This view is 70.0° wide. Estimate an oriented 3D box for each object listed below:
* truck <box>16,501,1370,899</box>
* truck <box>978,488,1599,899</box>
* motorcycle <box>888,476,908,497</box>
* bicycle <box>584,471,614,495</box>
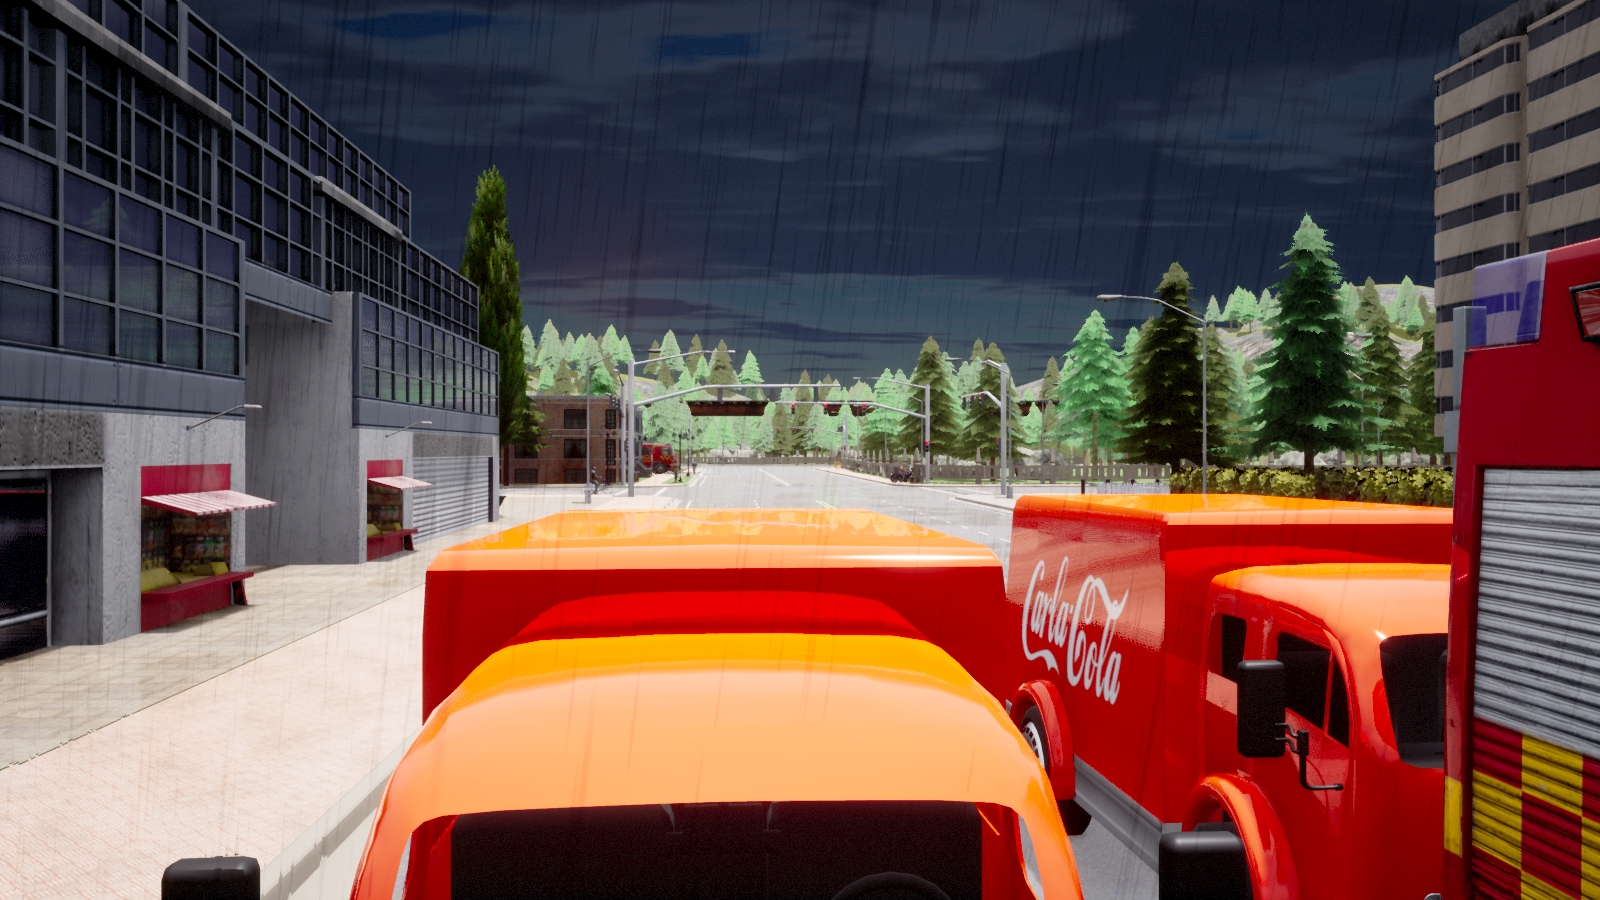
[{"bbox_3d":[-0.347,1.568,4.821,2.627,2.467,5.204,0,0,-4],"label":"truck"},{"bbox_3d":[3.003,1.568,7.234,2.627,2.467,5.204,0,0,-4],"label":"truck"},{"bbox_3d":[5.944,2.205,69.519,0.867,1.251,2.209,0,0,-4],"label":"motorcycle"},{"bbox_3d":[-12.531,2.060,71.198,1.835,1.471,0.329,0,0,-11],"label":"bicycle"}]
